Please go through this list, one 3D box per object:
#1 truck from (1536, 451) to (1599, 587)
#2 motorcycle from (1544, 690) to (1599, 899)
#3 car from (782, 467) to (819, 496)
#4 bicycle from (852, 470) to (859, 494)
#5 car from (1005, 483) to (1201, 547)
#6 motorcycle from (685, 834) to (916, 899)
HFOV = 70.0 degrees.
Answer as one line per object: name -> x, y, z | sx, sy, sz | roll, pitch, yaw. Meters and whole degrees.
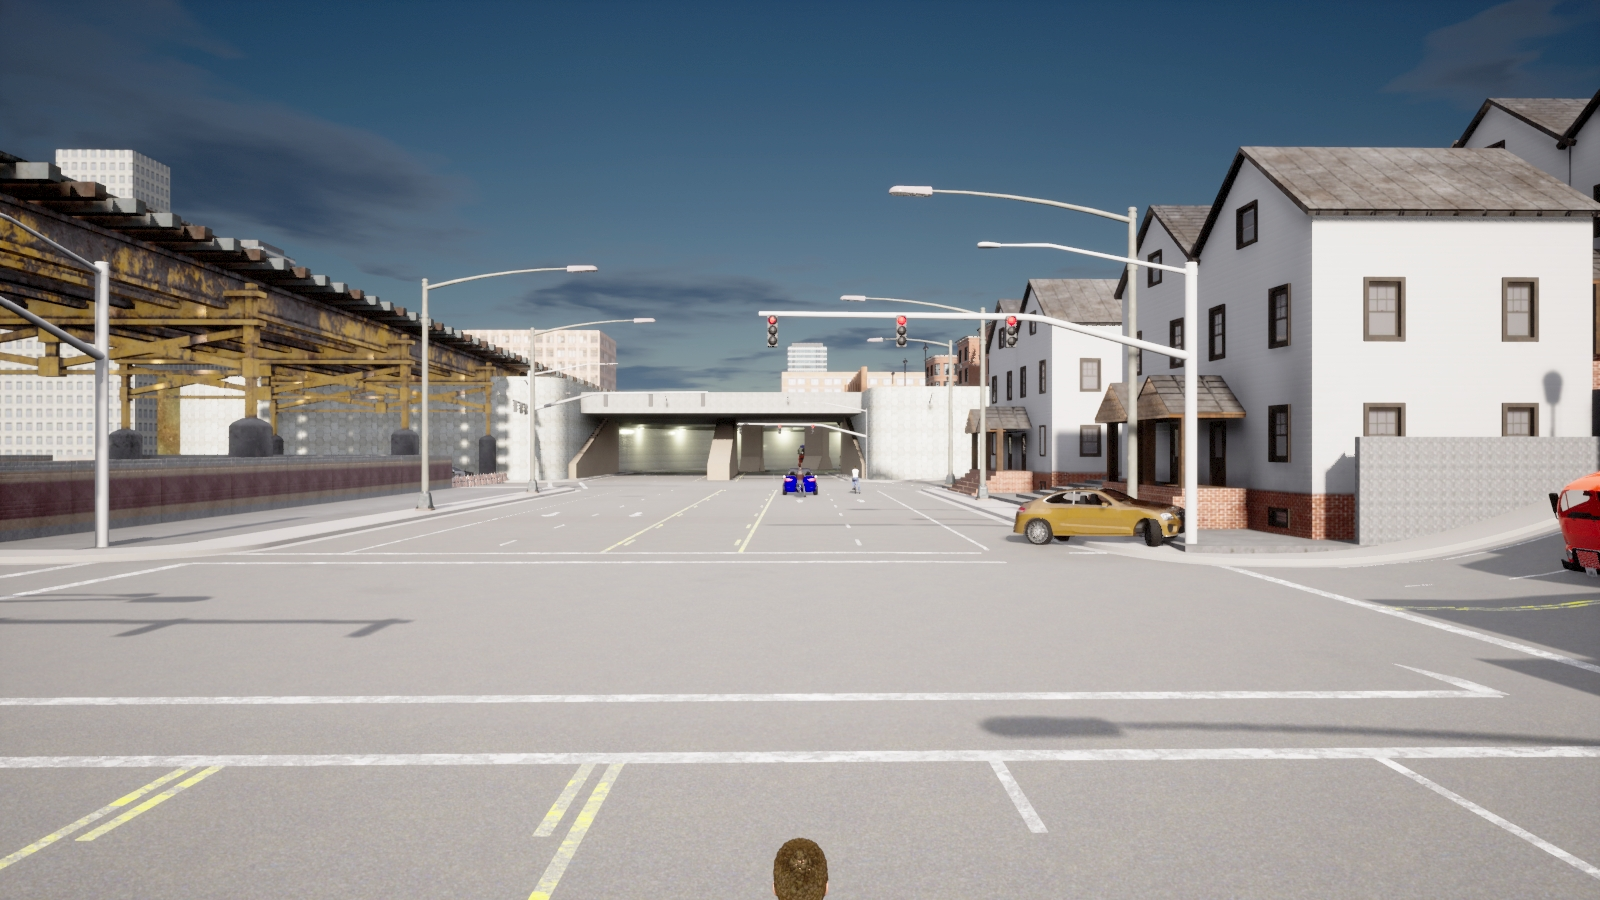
truck -> 18.366, 0.881, 22.796 | 5.204, 2.467, 2.627 | -16, 0, -1
motorcycle -> 3.504, 1.905, 3.612 | 0.764, 1.802, 2.356 | 0, 0, 0
car -> 0.007, 1.942, 71.643 | 2.242, 1.667, 4.611 | 0, 0, 0
bicycle -> 3.507, 2.018, 72.556 | 0.373, 1.521, 1.643 | 0, 0, 0
car -> 8.816, 1.905, 33.460 | 5.027, 1.651, 2.152 | -3, 0, 36
motorcycle -> 0.002, 2.172, 3.626 | 0.803, 1.224, 2.033 | 0, 0, 0
